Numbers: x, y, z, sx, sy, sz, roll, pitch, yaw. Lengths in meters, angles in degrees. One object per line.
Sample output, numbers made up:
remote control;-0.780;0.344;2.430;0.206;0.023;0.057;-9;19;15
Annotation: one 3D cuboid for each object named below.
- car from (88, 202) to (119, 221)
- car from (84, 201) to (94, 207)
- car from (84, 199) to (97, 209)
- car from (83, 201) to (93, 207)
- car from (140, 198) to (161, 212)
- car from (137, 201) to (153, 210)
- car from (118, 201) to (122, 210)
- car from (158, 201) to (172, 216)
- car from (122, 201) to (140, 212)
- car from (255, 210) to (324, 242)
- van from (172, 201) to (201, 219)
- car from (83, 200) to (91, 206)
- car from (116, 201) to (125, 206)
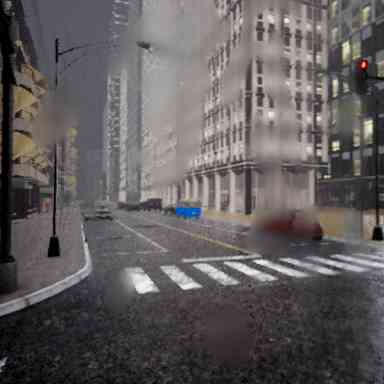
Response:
car;-8.347;1.953;31.205;2.008;1.369;4.403;1;-1;-19
car;-22.979;2.686;73.953;1.947;1.339;4.313;1;-1;-19
car;-19.320;2.253;63.270;2.192;1.841;5.009;1;-1;-19
car;-24.808;2.762;79.296;2.008;1.369;4.403;1;-1;-19
car;-6.042;2.008;51.641;2.150;2.045;5.566;1;-1;-19
car;-8.263;2.396;58.243;1.837;1.490;4.892;1;-1;-19
car;-12.051;2.470;59.888;1.994;1.385;4.181;1;-1;-19
car;-2.247;2.123;39.261;2.008;1.369;4.403;1;-1;-19
car;-9.090;2.308;51.232;2.033;1.411;5.357;1;-1;-19
car;5.070;1.662;17.889;1.967;1.590;4.097;1;-1;-19
van;-0.417;1.825;33.921;1.690;1.788;3.998;1;-1;-19
car;-28.412;2.919;89.823;1.752;1.417;4.829;1;-1;-19
car;-18.709;2.967;87.351;1.802;1.307;4.206;1;-1;-19
